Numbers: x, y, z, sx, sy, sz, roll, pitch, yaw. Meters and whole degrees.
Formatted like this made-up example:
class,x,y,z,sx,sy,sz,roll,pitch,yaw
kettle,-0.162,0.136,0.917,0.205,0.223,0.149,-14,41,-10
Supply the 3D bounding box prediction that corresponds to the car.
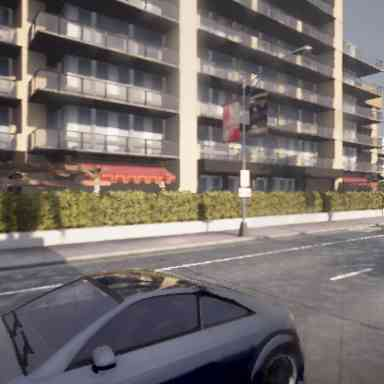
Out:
class,x,y,z,sx,sy,sz,roll,pitch,yaw
car,-0.799,1.565,3.302,4.181,1.385,1.994,0,0,-35
